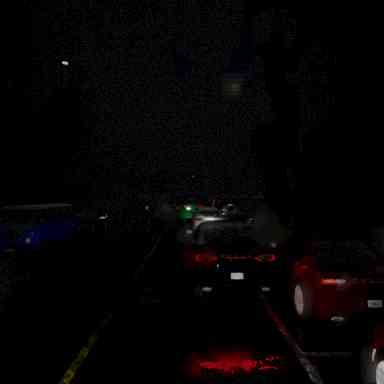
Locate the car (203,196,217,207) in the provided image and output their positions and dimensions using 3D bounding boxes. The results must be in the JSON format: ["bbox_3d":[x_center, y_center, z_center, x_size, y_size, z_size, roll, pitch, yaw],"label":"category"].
[{"bbox_3d":[2.659,1.452,50.731,1.967,1.590,4.097,0,0,0],"label":"car"}]

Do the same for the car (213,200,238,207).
[{"bbox_3d":[2.714,1.527,23.713,1.752,1.417,4.829,0,0,0],"label":"car"}]

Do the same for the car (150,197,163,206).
[{"bbox_3d":[-5.877,1.541,55.982,1.752,1.417,4.829,0,0,0],"label":"car"}]

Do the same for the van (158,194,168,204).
[{"bbox_3d":[-5.900,1.364,67.027,1.690,1.788,3.998,0,0,0],"label":"van"}]

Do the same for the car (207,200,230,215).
[{"bbox_3d":[2.692,1.556,34.418,2.008,1.369,4.403,0,0,0],"label":"car"}]

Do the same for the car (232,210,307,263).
[{"bbox_3d":[2.737,1.526,12.838,1.752,1.417,4.829,0,0,0],"label":"car"}]

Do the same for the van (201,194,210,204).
[{"bbox_3d":[2.625,1.363,67.044,1.690,1.788,3.998,0,0,0],"label":"van"}]

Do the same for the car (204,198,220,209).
[{"bbox_3d":[2.670,1.554,45.294,1.887,1.381,4.507,0,0,0],"label":"car"}]

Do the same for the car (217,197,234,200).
[{"bbox_3d":[2.703,1.318,28.981,2.192,1.841,5.009,0,0,0],"label":"car"}]

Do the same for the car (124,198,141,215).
[{"bbox_3d":[-5.833,1.571,34.401,1.947,1.339,4.313,0,0,0],"label":"car"}]

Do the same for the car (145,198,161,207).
[{"bbox_3d":[-5.866,1.578,50.714,1.947,1.339,4.313,0,0,0],"label":"car"}]

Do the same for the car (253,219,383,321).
[{"bbox_3d":[2.748,1.545,7.231,1.887,1.381,4.507,0,0,0],"label":"car"}]

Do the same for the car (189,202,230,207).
[{"bbox_3d":[0.863,1.527,18.931,1.812,1.442,4.674,0,0,0],"label":"car"}]

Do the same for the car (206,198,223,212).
[{"bbox_3d":[2.681,1.532,40.026,1.752,1.417,4.829,0,0,0],"label":"car"}]

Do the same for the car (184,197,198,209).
[{"bbox_3d":[-0.083,1.488,46.886,1.882,1.535,5.008,0,0,0],"label":"car"}]

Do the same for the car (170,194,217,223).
[{"bbox_3d":[0.288,1.224,25.181,2.150,2.045,5.566,0,0,11],"label":"car"}]

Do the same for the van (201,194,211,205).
[{"bbox_3d":[2.636,1.360,61.607,1.690,1.788,3.998,0,0,0],"label":"van"}]

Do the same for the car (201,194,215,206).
[{"bbox_3d":[2.647,1.330,56.169,2.192,1.841,5.009,0,0,0],"label":"car"}]

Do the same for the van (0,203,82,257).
[{"bbox_3d":[-5.788,1.342,12.651,1.690,1.788,3.998,0,0,0],"label":"van"}]

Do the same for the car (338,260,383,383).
[{"bbox_3d":[2.759,1.545,1.793,1.887,1.381,4.507,0,0,0],"label":"car"}]

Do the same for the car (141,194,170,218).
[{"bbox_3d":[-3.061,1.356,30.619,2.097,1.767,4.553,0,0,0],"label":"car"}]

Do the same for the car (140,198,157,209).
[{"bbox_3d":[-5.855,1.535,45.107,1.752,1.417,4.829,0,0,0],"label":"car"}]

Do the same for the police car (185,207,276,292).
[{"bbox_3d":[0.872,1.426,9.041,1.930,1.638,5.238,0,0,0],"label":"police car"}]

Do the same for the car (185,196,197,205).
[{"bbox_3d":[-0.123,1.510,60.702,2.128,1.511,4.902,0,0,0],"label":"car"}]

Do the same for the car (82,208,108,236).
[{"bbox_3d":[-5.799,1.552,18.089,2.008,1.369,4.403,0,0,0],"label":"car"}]

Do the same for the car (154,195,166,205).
[{"bbox_3d":[-5.889,1.459,61.589,1.967,1.590,4.097,0,0,0],"label":"car"}]

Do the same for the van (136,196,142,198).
[{"bbox_3d":[-5.844,1.348,39.839,1.690,1.788,3.998,0,0,0],"label":"van"}]
